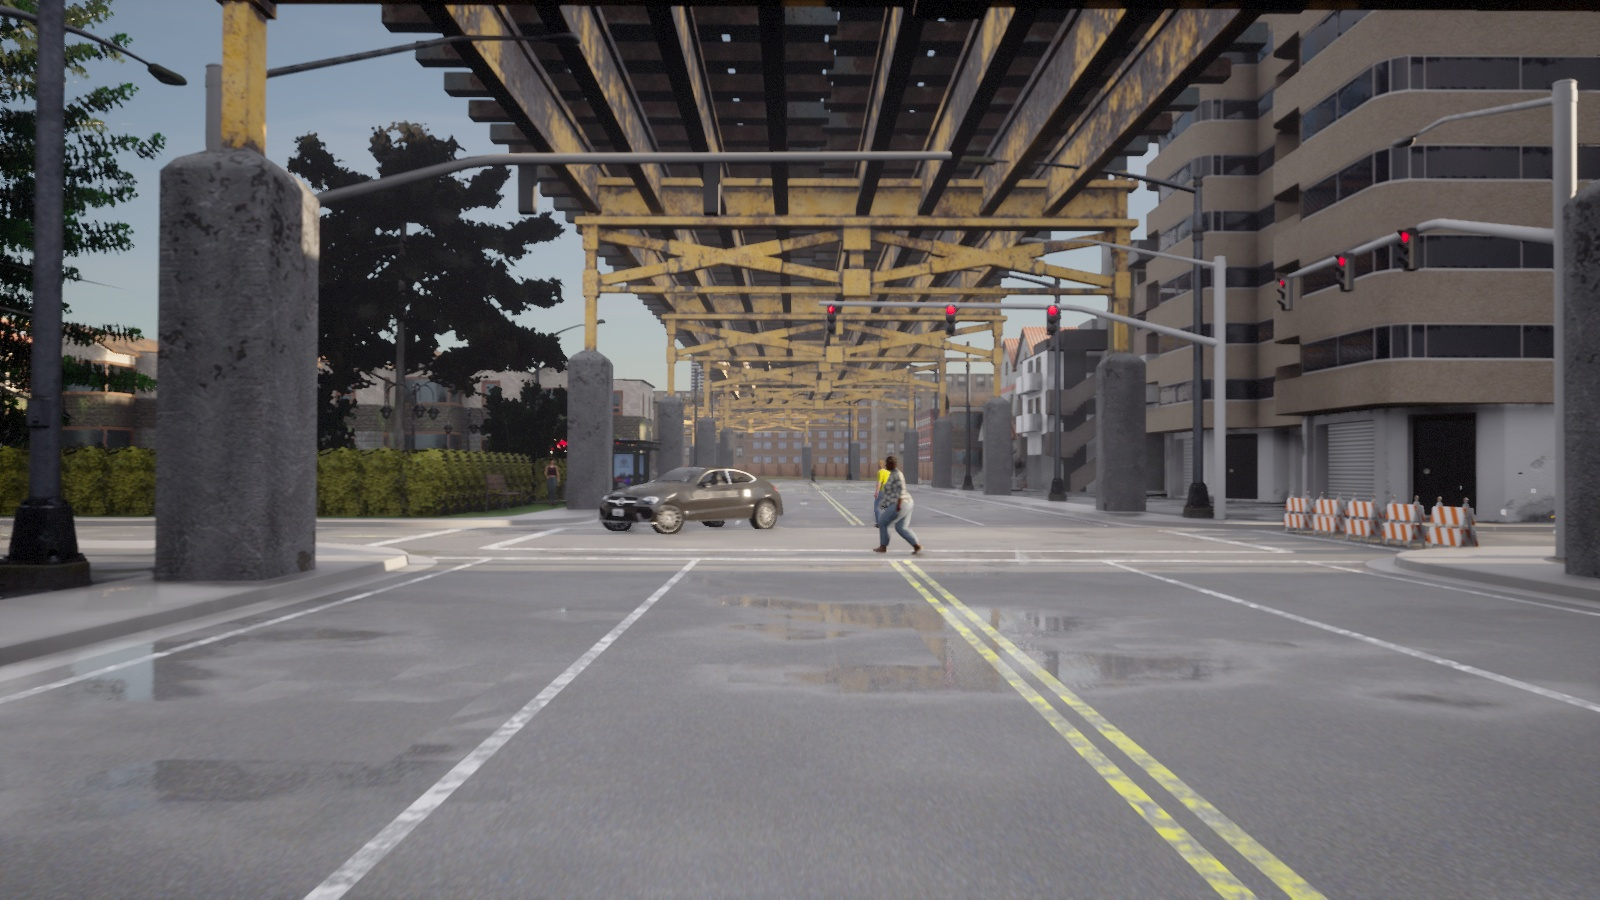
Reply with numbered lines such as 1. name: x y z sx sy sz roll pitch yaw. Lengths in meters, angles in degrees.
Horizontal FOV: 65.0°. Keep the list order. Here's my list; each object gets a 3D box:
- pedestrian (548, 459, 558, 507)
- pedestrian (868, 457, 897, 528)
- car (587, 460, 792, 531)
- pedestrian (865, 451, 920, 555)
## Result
1. pedestrian: -9.474 1.256 48.087 0.345 1.836 0.594 0 -1 -9
2. pedestrian: 2.176 1.115 33.167 0.354 1.836 0.706 0 -1 -38
3. car: -2.703 1.094 31.850 2.152 1.651 5.027 -1 -1 43
4. pedestrian: 1.693 0.957 22.866 0.900 1.855 0.874 0 -1 10
